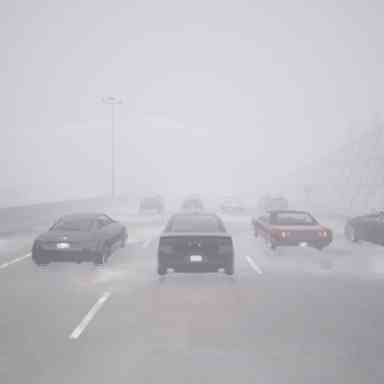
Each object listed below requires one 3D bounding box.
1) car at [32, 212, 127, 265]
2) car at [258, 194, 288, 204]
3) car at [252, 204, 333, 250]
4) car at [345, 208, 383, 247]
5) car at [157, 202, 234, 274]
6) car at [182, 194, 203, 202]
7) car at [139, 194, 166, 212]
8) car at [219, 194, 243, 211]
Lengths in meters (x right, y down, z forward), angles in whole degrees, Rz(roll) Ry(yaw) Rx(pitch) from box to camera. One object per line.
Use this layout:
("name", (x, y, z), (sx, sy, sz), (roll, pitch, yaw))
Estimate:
("car", (-3.415, 1.352, 10.820), (1.994, 1.385, 4.181), (0, 1, 0))
("car", (7.063, 0.920, 29.366), (2.128, 1.511, 4.902), (0, 1, 0))
("car", (3.585, 1.348, 12.910), (1.895, 1.301, 4.718), (0, 1, 0))
("car", (7.085, 1.266, 11.480), (2.128, 1.511, 4.902), (0, 1, 0))
("car", (0.087, 1.283, 9.898), (1.882, 1.535, 5.008), (0, 1, 0))
("car", (0.048, 0.932, 30.505), (1.812, 1.442, 4.674), (0, 1, 0))
("car", (-3.436, 0.921, 29.341), (2.128, 1.511, 4.902), (0, 1, 0))
("car", (3.548, 0.932, 30.507), (1.812, 1.442, 4.674), (0, 1, 0))
